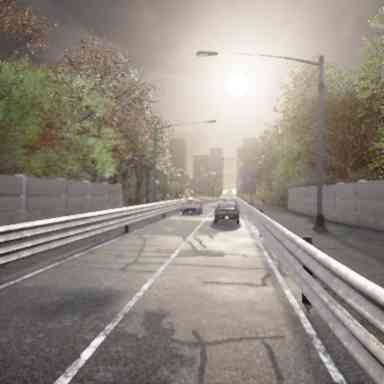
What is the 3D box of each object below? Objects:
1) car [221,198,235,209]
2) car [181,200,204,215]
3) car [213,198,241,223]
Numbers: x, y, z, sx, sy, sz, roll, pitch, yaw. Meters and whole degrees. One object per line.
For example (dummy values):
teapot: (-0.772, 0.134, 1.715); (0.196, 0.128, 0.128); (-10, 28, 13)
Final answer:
car: (5.224, 1.607, 48.043); (1.994, 1.385, 4.181); (1, 0, 6)
car: (0.145, 1.486, 33.801); (2.033, 1.411, 5.357); (1, 0, 7)
car: (2.655, 1.490, 25.341); (1.837, 1.490, 4.892); (1, 1, 6)
